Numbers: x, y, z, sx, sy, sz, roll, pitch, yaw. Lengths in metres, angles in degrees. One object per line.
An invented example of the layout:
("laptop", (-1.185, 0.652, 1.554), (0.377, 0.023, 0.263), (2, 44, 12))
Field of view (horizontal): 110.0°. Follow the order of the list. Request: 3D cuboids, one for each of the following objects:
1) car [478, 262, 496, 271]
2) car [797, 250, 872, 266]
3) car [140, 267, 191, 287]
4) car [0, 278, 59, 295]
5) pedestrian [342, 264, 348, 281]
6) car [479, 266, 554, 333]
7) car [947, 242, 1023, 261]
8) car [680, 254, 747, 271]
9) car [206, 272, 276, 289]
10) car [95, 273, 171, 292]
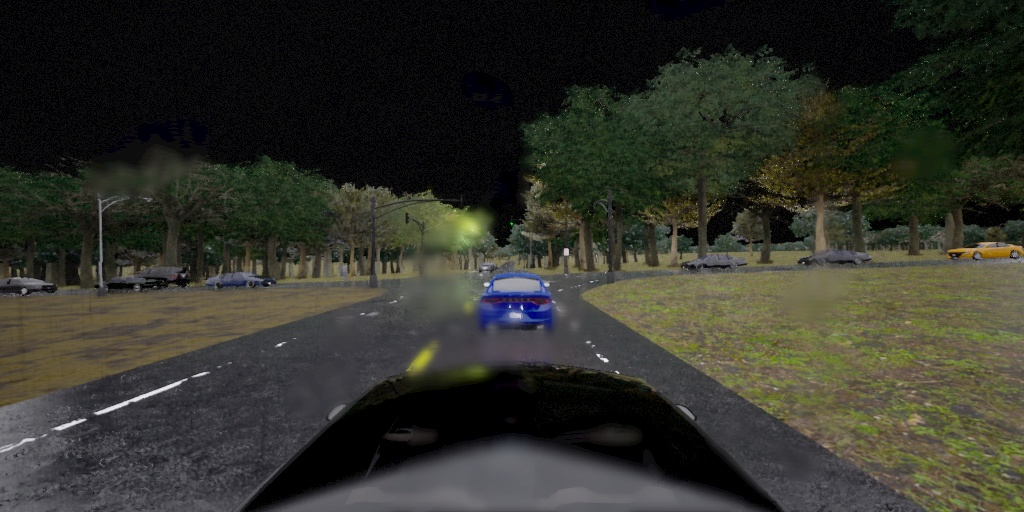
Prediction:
("car", (-3.885, 1.702, 53.523), (2.128, 1.511, 4.902), (0, -1, -1))
("car", (29.081, 0.132, 32.418), (5.357, 1.411, 2.033), (-2, -1, 3))
("car", (-34.839, 2.162, 35.239), (5.566, 2.045, 2.150), (-2, -1, 3))
("car", (-43.522, 2.686, 31.943), (4.892, 1.490, 1.837), (-2, -1, 3))
("pedestrian", (-17.874, 1.697, 38.361), (0.375, 1.860, 0.375), (0, 1, 3))
("car", (0.141, 1.237, 10.775), (1.882, 1.535, 5.008), (0, 0, 1))
("car", (41.893, -0.426, 31.855), (5.008, 1.535, 1.882), (-2, -1, 2))
("car", (18.443, 0.552, 32.877), (5.357, 1.411, 2.033), (-2, -1, 2))
("car", (-23.436, 2.061, 31.033), (5.357, 1.411, 2.033), (-2, -1, 6))
("car", (-33.358, 2.452, 31.463), (4.718, 1.301, 1.895), (-2, -1, 3))
